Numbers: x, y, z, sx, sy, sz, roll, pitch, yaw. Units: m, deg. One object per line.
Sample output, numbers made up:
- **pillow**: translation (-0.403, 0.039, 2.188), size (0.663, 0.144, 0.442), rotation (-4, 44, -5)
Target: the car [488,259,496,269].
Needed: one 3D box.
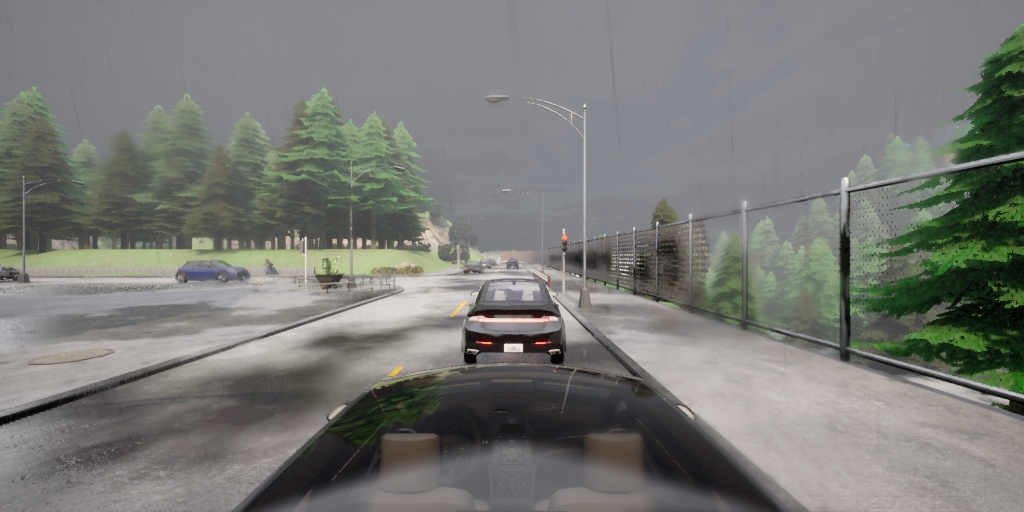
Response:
- **car**: translation (-4.091, 1.238, 54.664), size (2.128, 1.511, 4.902), rotation (0, 0, 0)

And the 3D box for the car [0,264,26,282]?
- **car**: translation (-39.997, 1.254, 27.195), size (4.892, 1.490, 1.837), rotation (0, 0, 0)

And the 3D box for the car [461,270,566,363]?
- **car**: translation (0.047, 1.241, 8.092), size (2.128, 1.511, 4.902), rotation (0, 0, 1)

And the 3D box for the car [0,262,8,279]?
- **car**: translation (-47.623, 1.276, 31.333), size (4.674, 1.442, 1.812), rotation (0, 0, 1)

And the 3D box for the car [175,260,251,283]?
- **car**: translation (-22.532, 1.102, 27.173), size (4.553, 1.767, 2.097), rotation (0, 0, 0)

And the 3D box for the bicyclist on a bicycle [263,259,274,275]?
- **bicyclist on a bicycle**: translation (-24.155, 1.099, 35.572), size (0.582, 1.620, 1.656), rotation (0, 0, 0)

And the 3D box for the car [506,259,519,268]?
- **car**: translation (0.102, 1.255, 58.687), size (1.837, 1.490, 4.892), rotation (0, 0, 0)

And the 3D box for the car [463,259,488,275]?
- **car**: translation (-4.187, 1.297, 40.015), size (2.033, 1.411, 5.357), rotation (0, 0, 1)
